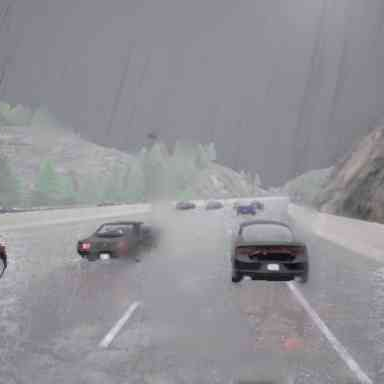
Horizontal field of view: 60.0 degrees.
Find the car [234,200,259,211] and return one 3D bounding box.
[{"bbox_3d":[6.230,1.838,37.853,1.882,1.535,5.008,-1,-1,15],"label":"car"}]

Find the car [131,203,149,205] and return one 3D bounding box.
[{"bbox_3d":[-10.357,2.418,66.108,1.837,1.490,4.892,-1,-1,21],"label":"car"}]

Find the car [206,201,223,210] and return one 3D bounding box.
[{"bbox_3d":[3.666,2.143,53.472,1.994,1.385,4.181,-1,-1,20],"label":"car"}]

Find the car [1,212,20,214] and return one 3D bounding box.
[{"bbox_3d":[-17.375,2.138,29.835,2.033,1.411,5.357,-1,-1,11],"label":"car"}]

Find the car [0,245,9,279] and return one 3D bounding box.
[{"bbox_3d":[-6.383,1.656,7.578,1.882,1.535,5.008,-1,-1,6],"label":"car"}]

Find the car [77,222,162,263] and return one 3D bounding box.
[{"bbox_3d":[-2.487,1.787,12.834,1.895,1.301,4.718,-1,-1,8],"label":"car"}]

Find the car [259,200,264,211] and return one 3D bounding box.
[{"bbox_3d":[9.355,1.948,48.427,1.837,1.490,4.892,-1,-1,19],"label":"car"}]

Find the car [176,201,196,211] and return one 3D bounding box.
[{"bbox_3d":[-0.917,2.103,50.989,2.128,1.511,4.902,-1,-1,19],"label":"car"}]

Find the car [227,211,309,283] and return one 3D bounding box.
[{"bbox_3d":[2.090,1.568,9.968,1.882,1.535,5.008,-1,-1,6],"label":"car"}]

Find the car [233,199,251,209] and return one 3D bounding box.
[{"bbox_3d":[8.522,2.028,56.684,1.882,1.535,5.008,-1,-1,22],"label":"car"}]
